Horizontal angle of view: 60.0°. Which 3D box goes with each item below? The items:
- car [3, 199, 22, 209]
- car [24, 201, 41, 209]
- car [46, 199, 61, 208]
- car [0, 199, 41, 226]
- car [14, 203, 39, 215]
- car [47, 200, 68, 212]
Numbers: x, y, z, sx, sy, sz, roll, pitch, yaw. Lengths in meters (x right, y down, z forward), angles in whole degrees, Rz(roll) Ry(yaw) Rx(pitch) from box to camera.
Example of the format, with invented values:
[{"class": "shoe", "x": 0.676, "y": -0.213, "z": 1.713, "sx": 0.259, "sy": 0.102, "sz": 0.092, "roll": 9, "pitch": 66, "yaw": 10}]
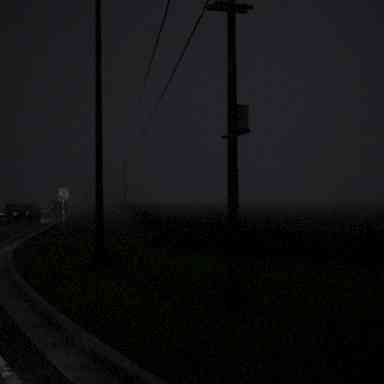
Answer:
[{"class": "car", "x": -33.303, "y": 2.139, "z": 61.878, "sx": 2.097, "sy": 1.767, "sz": 4.553, "roll": 0, "pitch": -1, "yaw": -14}, {"class": "car", "x": -29.708, "y": 2.324, "z": 62.046, "sx": 1.994, "sy": 1.385, "sz": 4.181, "roll": 0, "pitch": -1, "yaw": -14}, {"class": "car", "x": -26.656, "y": 2.234, "z": 64.255, "sx": 1.882, "sy": 1.535, "sz": 5.008, "roll": 0, "pitch": -1, "yaw": -14}, {"class": "car", "x": -13.547, "y": 1.684, "z": 26.619, "sx": 2.097, "sy": 1.767, "sz": 4.553, "roll": 0, "pitch": -1, "yaw": -14}, {"class": "car", "x": -21.270, "y": 2.132, "z": 42.917, "sx": 1.895, "sy": 1.301, "sz": 4.718, "roll": 0, "pitch": -1, "yaw": -14}, {"class": "car", "x": -18.673, "y": 2.094, "z": 46.927, "sx": 2.033, "sy": 1.411, "sz": 5.357, "roll": 0, "pitch": 0, "yaw": -14}]
